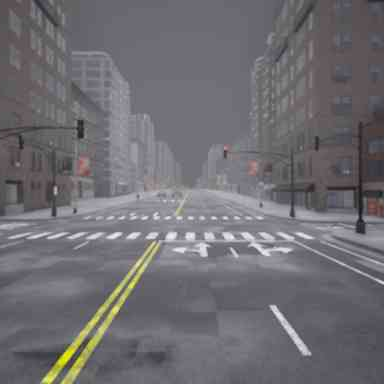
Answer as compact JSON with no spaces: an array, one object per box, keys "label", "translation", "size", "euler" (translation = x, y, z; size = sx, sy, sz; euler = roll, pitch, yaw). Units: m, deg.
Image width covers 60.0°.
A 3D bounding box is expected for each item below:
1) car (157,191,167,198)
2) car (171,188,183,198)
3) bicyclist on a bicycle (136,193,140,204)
[{"label":"car","translation":[-6.482,0.419,71.853],"size":[1.882,1.535,5.008],"euler":[0,1,0]},{"label":"car","translation":[-3.232,0.166,71.817],"size":[2.150,2.045,5.566],"euler":[0,1,0]},{"label":"bicyclist on a bicycle","translation":[-8.736,1.042,53.455],"size":[0.659,1.776,1.843],"euler":[0,1,0]}]
